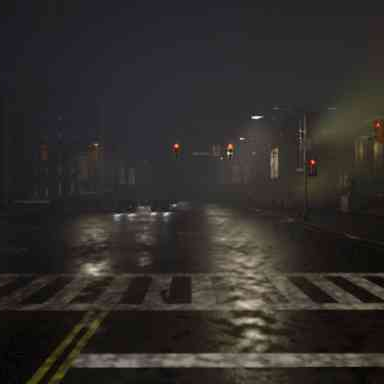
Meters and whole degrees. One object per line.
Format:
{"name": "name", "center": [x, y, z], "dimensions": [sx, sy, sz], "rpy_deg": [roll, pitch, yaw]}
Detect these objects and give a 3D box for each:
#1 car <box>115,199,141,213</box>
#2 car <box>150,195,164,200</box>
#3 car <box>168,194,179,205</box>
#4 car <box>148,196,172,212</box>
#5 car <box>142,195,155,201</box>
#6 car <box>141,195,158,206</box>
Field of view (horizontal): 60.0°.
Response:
{"name": "car", "center": [-7.162, 1.539, 36.800], "dimensions": [1.812, 1.442, 4.674], "rpy_deg": [0, 0, 0]}
{"name": "car", "center": [-9.415, 1.428, 88.070], "dimensions": [1.812, 1.442, 4.674], "rpy_deg": [0, 0, -32]}
{"name": "car", "center": [-3.692, 1.585, 59.396], "dimensions": [1.994, 1.385, 4.181], "rpy_deg": [0, 0, 0]}
{"name": "car", "center": [-3.660, 1.540, 38.845], "dimensions": [1.812, 1.442, 4.674], "rpy_deg": [0, 0, 0]}
{"name": "car", "center": [-10.925, 1.523, 83.608], "dimensions": [1.837, 1.490, 4.892], "rpy_deg": [0, 0, -25]}
{"name": "car", "center": [-7.188, 1.567, 53.770], "dimensions": [2.033, 1.411, 5.357], "rpy_deg": [0, 0, 0]}
